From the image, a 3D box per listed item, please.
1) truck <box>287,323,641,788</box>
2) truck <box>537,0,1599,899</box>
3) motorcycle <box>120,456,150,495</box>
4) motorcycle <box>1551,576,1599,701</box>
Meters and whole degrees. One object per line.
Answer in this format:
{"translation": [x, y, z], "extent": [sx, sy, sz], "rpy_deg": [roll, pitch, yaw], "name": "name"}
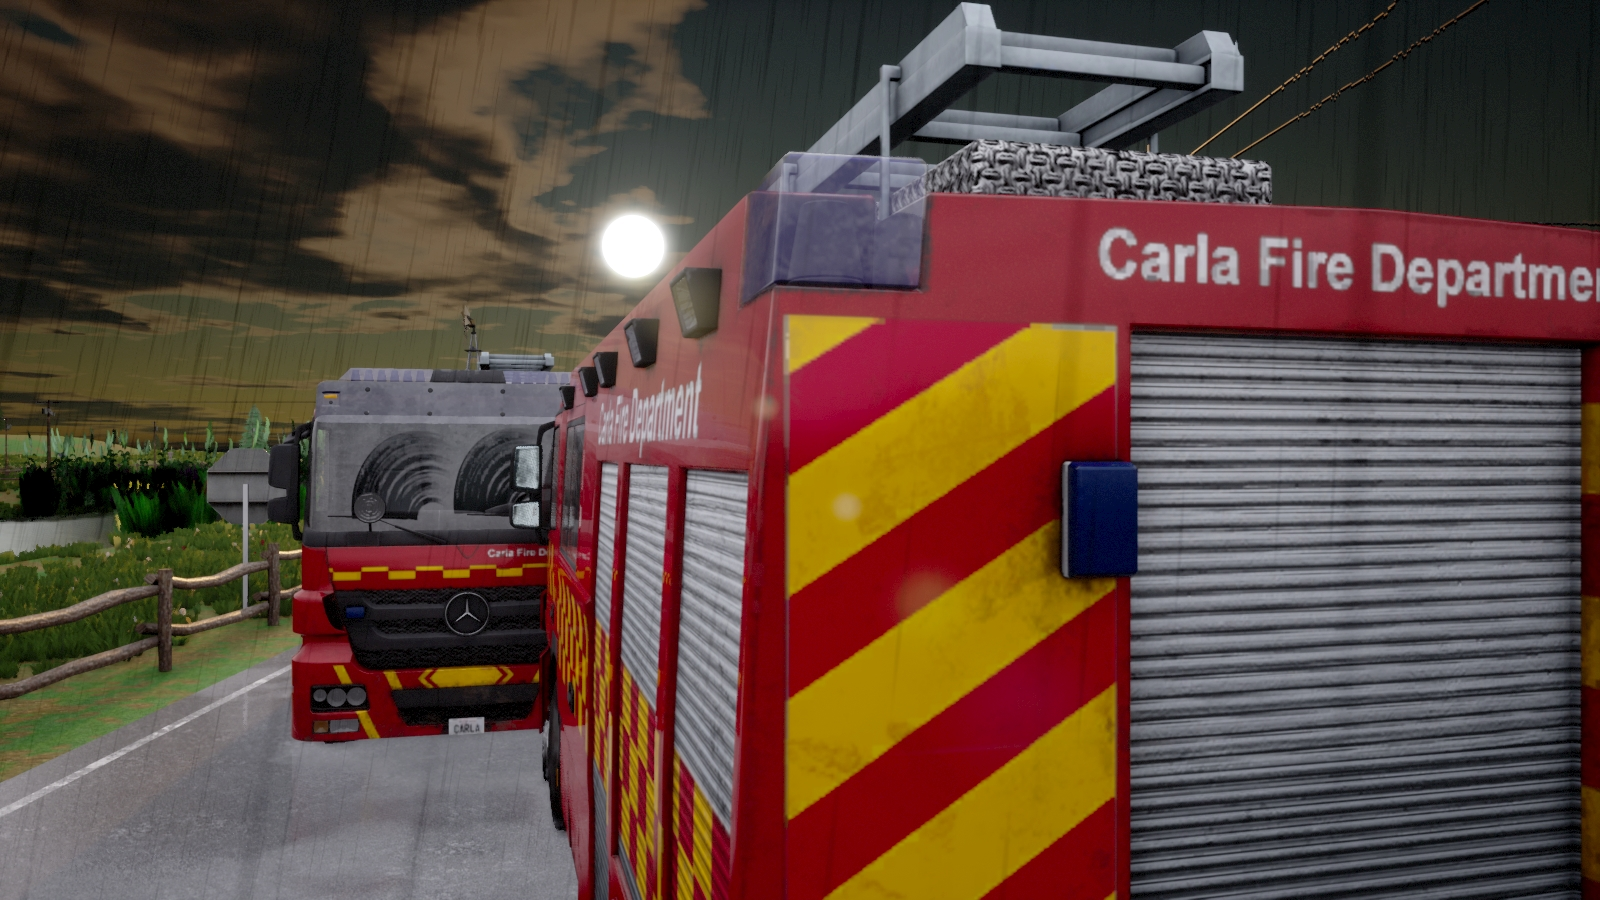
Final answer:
{"translation": [-3.918, 0.862, 13.850], "extent": [2.891, 3.827, 8.468], "rpy_deg": [0, 0, -15], "name": "truck"}
{"translation": [0.064, 0.867, 6.874], "extent": [2.891, 3.827, 8.468], "rpy_deg": [0, 0, -15], "name": "truck"}
{"translation": [-41.373, 1.577, 71.138], "extent": [0.803, 2.348, 2.033], "rpy_deg": [0, 0, -4], "name": "motorcycle"}
{"translation": [9.778, 2.142, 13.111], "extent": [1.805, 1.316, 0.856], "rpy_deg": [0, 0, -7], "name": "motorcycle"}
